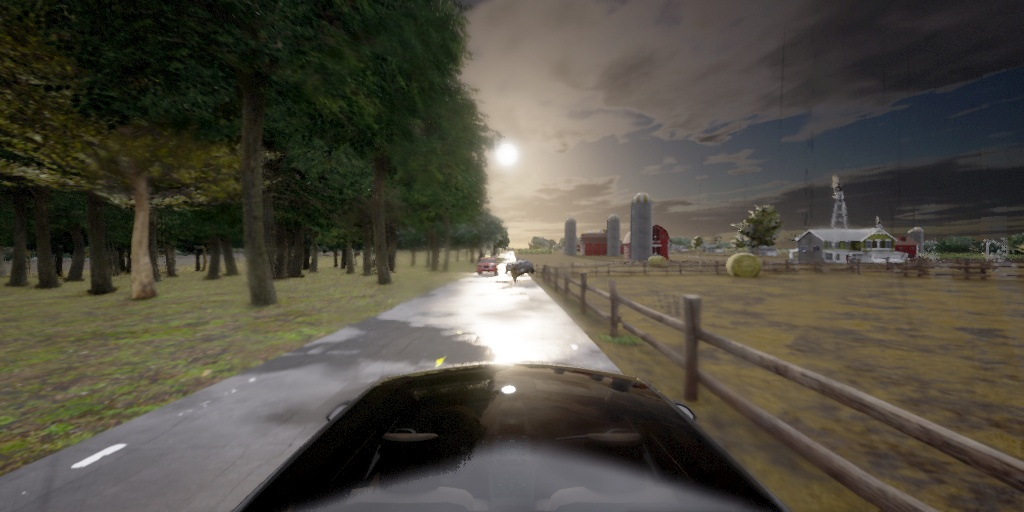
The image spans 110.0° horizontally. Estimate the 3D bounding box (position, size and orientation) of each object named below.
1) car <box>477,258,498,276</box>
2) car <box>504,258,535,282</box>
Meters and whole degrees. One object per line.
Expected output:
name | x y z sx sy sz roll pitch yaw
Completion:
car | -2.807 1.204 42.289 2.150 2.045 5.566 0 -1 0
car | 0.751 1.073 29.908 1.882 1.535 5.008 -24 -3 -1
